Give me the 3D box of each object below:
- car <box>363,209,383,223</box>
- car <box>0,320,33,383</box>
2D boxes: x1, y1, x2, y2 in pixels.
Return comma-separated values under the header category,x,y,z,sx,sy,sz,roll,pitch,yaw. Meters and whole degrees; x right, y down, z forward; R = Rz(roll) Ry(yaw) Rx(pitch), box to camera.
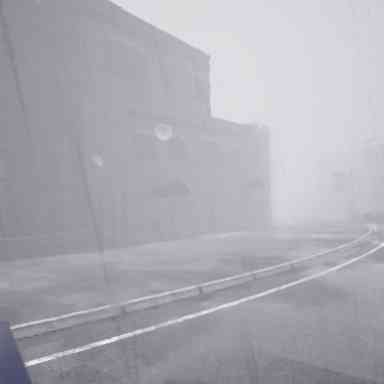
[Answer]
category,x,y,z,sx,sy,sz,roll,pitch,yaw
car,20.042,2.562,36.218,1.812,1.442,4.674,-2,-3,13
car,-3.452,1.623,1.708,4.718,1.301,1.895,0,0,-35
